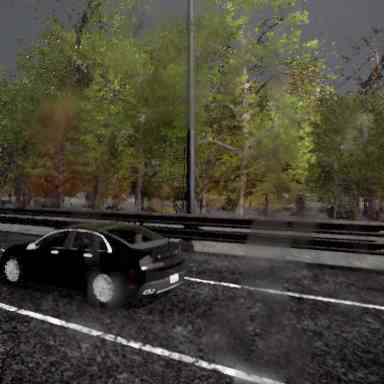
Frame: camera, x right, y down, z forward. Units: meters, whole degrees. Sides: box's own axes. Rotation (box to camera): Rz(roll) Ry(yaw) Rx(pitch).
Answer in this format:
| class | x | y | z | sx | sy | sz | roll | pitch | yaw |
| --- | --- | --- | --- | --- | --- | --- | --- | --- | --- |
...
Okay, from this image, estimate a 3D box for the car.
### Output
| class | x | y | z | sx | sy | sz | roll | pitch | yaw |
| --- | --- | --- | --- | --- | --- | --- | --- | --- | --- |
| car | -2.456 | 1.487 | 7.823 | 4.892 | 1.490 | 1.837 | 0 | 0 | 30 |
